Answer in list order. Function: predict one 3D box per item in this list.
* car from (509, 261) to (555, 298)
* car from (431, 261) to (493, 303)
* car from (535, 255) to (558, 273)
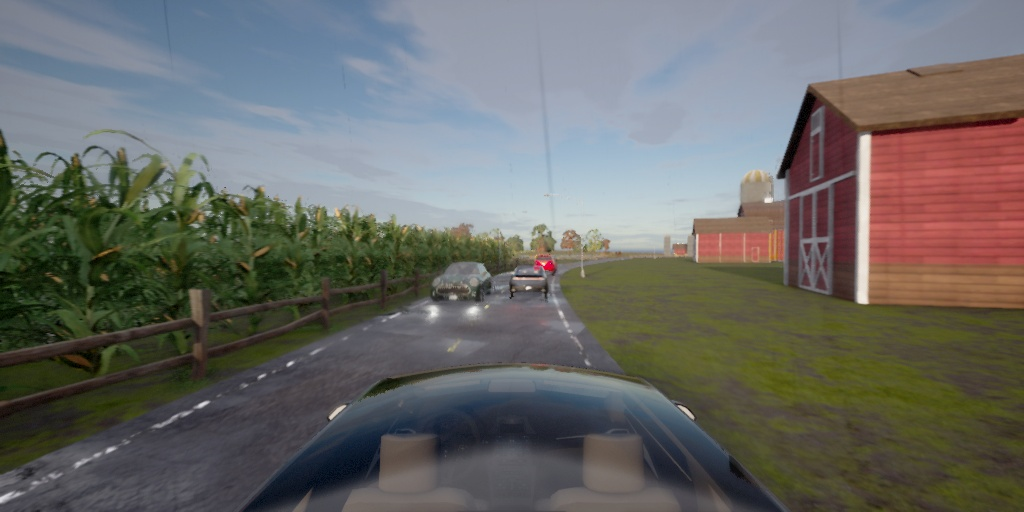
[{"bbox_3d":[0.920,1.214,18.239,2.128,1.511,4.902,0,0,5],"label":"car"},{"bbox_3d":[-2.175,1.066,16.516,2.097,1.767,4.553,0,0,5],"label":"car"},{"bbox_3d":[3.611,0.898,38.061,2.150,2.045,5.566,0,0,11],"label":"car"}]
